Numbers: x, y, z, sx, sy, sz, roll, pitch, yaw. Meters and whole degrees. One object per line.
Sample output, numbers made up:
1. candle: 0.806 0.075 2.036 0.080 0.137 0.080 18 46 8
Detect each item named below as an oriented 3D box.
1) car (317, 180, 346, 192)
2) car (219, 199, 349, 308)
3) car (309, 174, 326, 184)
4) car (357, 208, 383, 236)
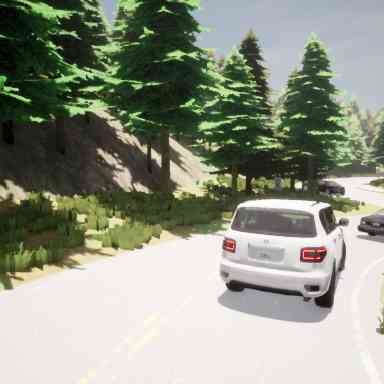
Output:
1. car: 16.072 -0.561 38.910 1.882 1.535 5.008 -1 5 -2
2. car: 2.551 1.198 8.361 2.150 2.045 5.566 3 2 27
3. car: 22.060 -2.333 58.233 1.882 1.535 5.008 3 6 31
4. car: 10.131 1.410 15.809 5.357 1.411 2.033 -1 5 -32
